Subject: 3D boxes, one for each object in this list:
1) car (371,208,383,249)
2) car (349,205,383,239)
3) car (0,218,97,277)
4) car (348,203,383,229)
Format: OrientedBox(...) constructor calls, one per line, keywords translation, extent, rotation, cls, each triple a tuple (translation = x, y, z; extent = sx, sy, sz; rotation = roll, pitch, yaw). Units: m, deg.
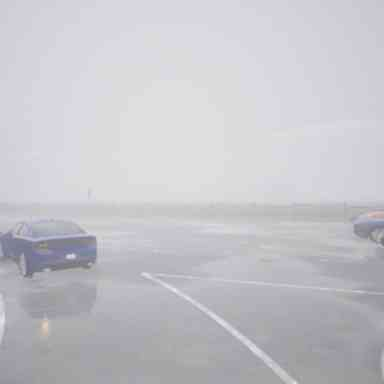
OrientedBox(translation=(9.086, 1.469, 11.237), extent=(4.902, 1.511, 2.128), rotation=(-1, 0, 20), cls="car")
OrientedBox(translation=(9.900, 1.464, 14.671), extent=(5.008, 1.535, 1.882), rotation=(-1, 0, 20), cls="car")
OrientedBox(translation=(-4.814, 1.572, 10.746), extent=(1.882, 1.535, 5.008), rotation=(0, 0, -40), cls="car")
OrientedBox(translation=(12.674, 1.485, 21.107), extent=(4.902, 1.511, 2.128), rotation=(-1, 0, 20), cls="car")
